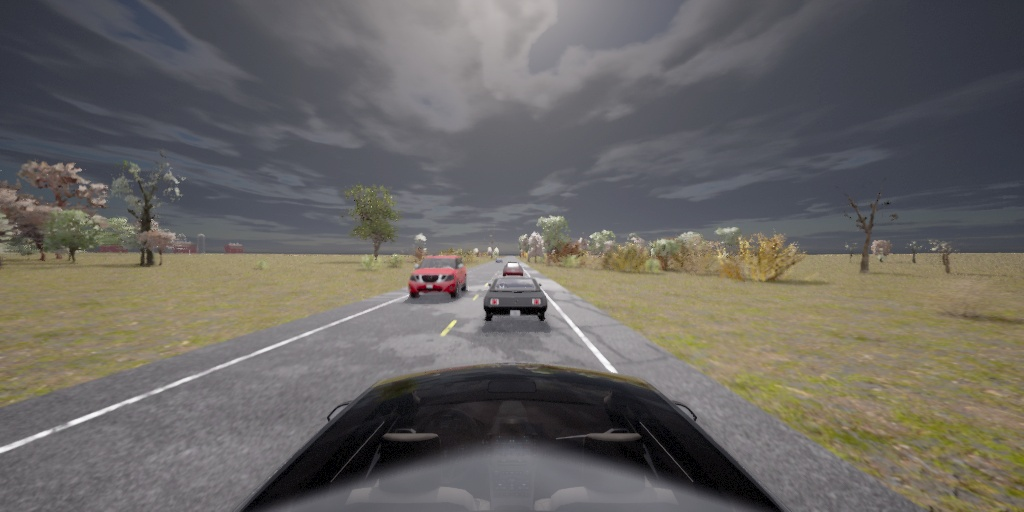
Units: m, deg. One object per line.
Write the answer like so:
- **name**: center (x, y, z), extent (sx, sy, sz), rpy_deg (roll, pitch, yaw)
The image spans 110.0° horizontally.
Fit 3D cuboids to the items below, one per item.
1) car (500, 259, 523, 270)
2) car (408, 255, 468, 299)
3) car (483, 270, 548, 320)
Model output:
- **car**: center (0.100, 1.307, 35.097), extent (1.994, 1.385, 4.181), rpy_deg (0, 0, 0)
- **car**: center (-3.598, 0.969, 18.429), extent (2.150, 2.045, 5.566), rpy_deg (0, 0, 0)
- **car**: center (0.100, 1.350, 12.518), extent (1.895, 1.301, 4.718), rpy_deg (0, 0, 0)
